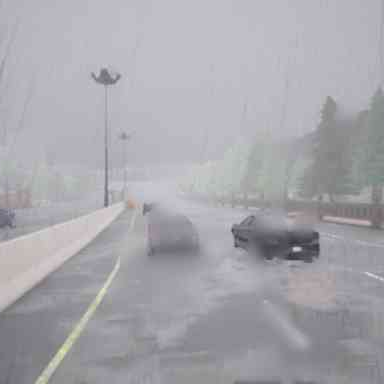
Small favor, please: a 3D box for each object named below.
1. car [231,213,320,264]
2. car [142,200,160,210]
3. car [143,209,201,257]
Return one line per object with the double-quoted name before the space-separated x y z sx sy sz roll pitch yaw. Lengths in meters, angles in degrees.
"car" 2.771 1.516 12.127 1.882 1.535 5.008 0 0 -6
"car" -4.727 1.703 38.561 1.882 1.535 5.008 0 -1 -9
"car" -0.848 1.619 13.289 2.033 1.411 5.357 0 0 -8
